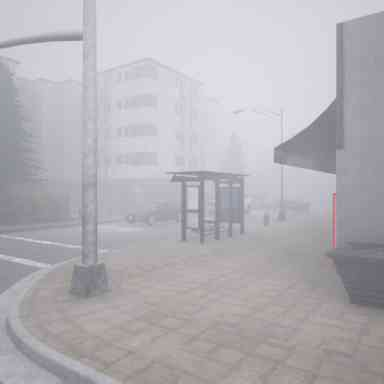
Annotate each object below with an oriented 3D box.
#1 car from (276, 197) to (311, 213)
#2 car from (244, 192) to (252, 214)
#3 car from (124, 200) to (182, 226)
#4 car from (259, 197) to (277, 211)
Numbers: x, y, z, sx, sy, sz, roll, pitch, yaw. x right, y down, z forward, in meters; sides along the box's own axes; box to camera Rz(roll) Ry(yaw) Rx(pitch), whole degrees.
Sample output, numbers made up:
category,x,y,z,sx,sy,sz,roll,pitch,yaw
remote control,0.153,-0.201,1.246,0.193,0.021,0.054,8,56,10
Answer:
category,x,y,z,sx,sy,sz,roll,pitch,yaw
car,10.661,1.328,33.958,1.837,1.490,4.892,0,0,36
car,3.544,1.045,30.373,2.150,2.045,5.566,0,0,36
car,-2.342,1.328,22.191,1.837,1.490,4.892,0,0,36
car,9.488,1.301,38.587,1.882,1.535,5.008,0,0,36
